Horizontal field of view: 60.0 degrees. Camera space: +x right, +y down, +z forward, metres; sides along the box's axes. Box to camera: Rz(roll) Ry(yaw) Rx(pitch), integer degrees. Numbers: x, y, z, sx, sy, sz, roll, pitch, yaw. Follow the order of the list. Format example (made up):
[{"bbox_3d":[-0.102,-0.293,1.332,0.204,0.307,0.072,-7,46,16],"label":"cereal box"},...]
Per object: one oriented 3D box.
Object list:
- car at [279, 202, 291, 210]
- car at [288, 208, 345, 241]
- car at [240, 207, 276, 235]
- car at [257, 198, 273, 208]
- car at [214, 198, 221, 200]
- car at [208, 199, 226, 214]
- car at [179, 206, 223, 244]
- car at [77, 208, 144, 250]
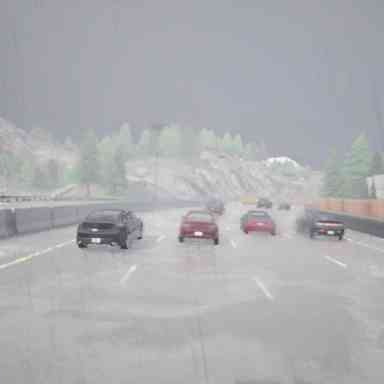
[{"bbox_3d":[17.553,2.692,62.748,1.837,1.490,4.892,1,-2,23],"label":"car"},{"bbox_3d":[7.540,1.956,19.970,2.128,1.511,4.902,2,0,5],"label":"car"},{"bbox_3d":[4.206,1.887,21.468,1.994,1.385,4.181,2,0,6],"label":"car"},{"bbox_3d":[14.061,2.256,63.864,2.150,2.045,5.566,2,-1,24],"label":"car"},{"bbox_3d":[4.190,1.894,56.507,2.097,1.767,4.553,3,0,18],"label":"car"},{"bbox_3d":[2.748,1.909,38.085,2.033,1.411,5.357,2,0,12],"label":"car"},{"bbox_3d":[0.410,1.646,16.648,1.812,1.442,4.674,2,0,3],"label":"car"},{"bbox_3d":[-3.252,1.444,14.027,1.837,1.490,4.892,2,0,2],"label":"car"}]
